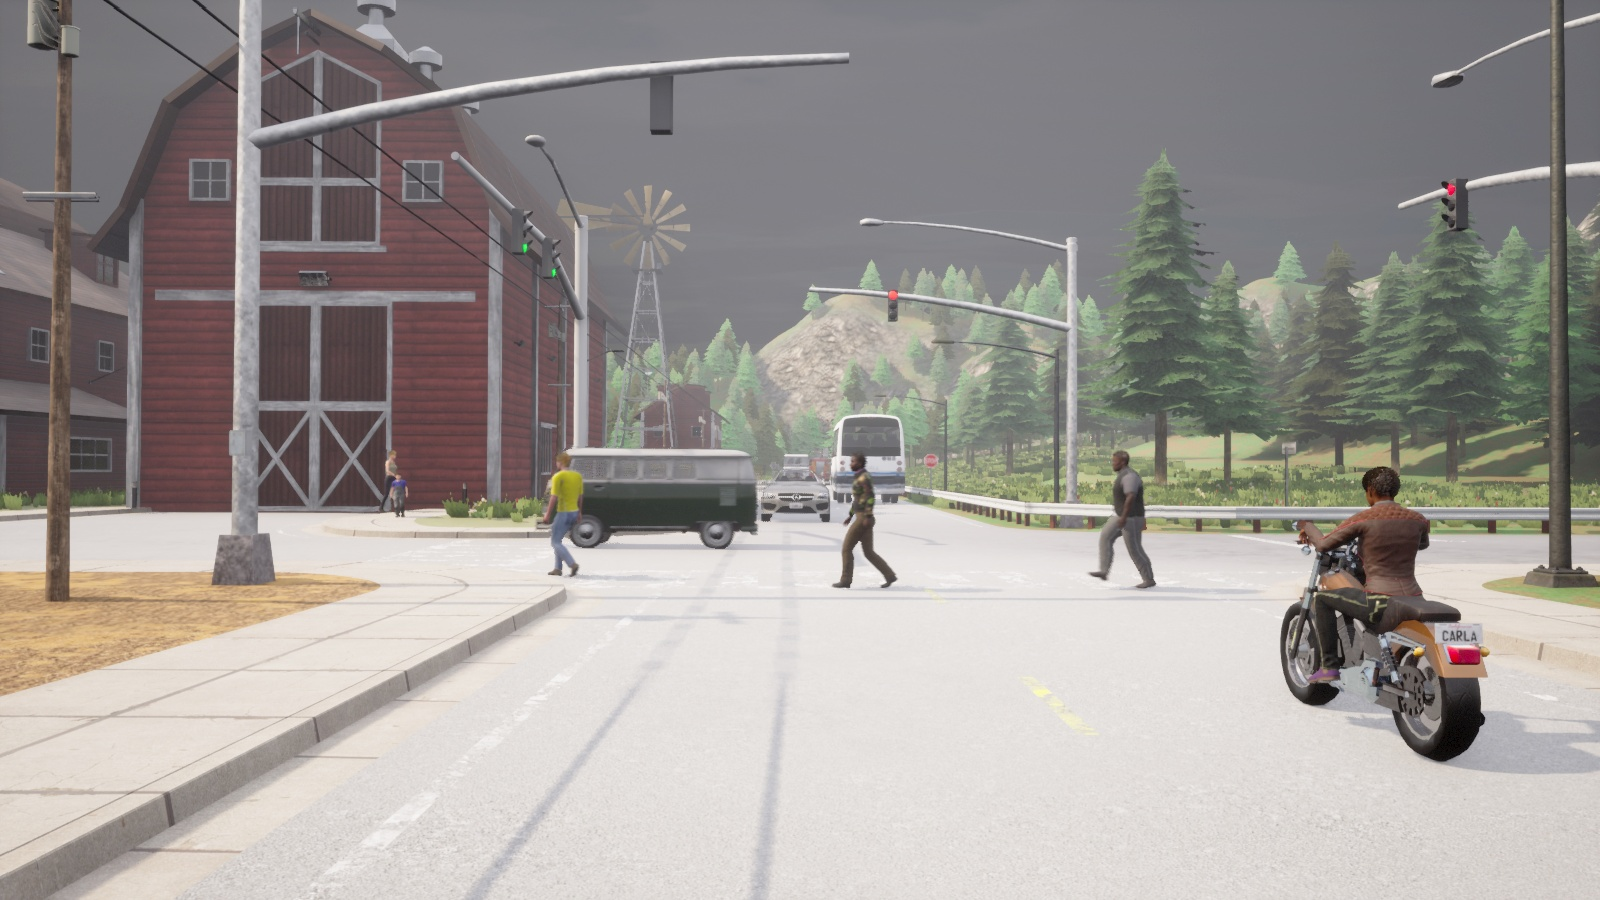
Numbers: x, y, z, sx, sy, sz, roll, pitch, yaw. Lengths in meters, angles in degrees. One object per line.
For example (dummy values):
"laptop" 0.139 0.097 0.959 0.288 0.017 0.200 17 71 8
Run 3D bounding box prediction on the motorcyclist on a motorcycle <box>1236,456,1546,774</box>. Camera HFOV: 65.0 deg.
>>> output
"motorcyclist on a motorcycle" 3.478 0.880 7.705 0.766 1.649 2.350 0 -1 0

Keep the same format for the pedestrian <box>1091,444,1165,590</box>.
"pedestrian" 4.308 0.867 16.520 0.849 1.883 0.563 0 -1 6

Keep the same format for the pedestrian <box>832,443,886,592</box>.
"pedestrian" 0.772 0.882 16.488 0.692 1.930 0.395 0 -1 2

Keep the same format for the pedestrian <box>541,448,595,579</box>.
"pedestrian" -3.303 0.896 17.887 0.706 1.836 0.354 -1 -1 33

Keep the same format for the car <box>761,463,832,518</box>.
"car" -0.109 1.268 40.278 2.152 1.651 5.027 0 -1 0

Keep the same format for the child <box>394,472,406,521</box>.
"child" -10.409 1.199 32.697 0.270 1.263 0.437 0 -1 -13

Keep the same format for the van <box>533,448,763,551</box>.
"van" -2.970 0.981 25.297 4.442 1.987 1.775 0 -1 -1

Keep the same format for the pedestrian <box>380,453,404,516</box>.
"pedestrian" -12.020 1.003 37.010 0.594 1.836 0.345 -1 -1 26

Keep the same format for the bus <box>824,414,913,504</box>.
"bus" 3.322 0.501 64.238 3.944 4.253 10.273 0 -1 0
